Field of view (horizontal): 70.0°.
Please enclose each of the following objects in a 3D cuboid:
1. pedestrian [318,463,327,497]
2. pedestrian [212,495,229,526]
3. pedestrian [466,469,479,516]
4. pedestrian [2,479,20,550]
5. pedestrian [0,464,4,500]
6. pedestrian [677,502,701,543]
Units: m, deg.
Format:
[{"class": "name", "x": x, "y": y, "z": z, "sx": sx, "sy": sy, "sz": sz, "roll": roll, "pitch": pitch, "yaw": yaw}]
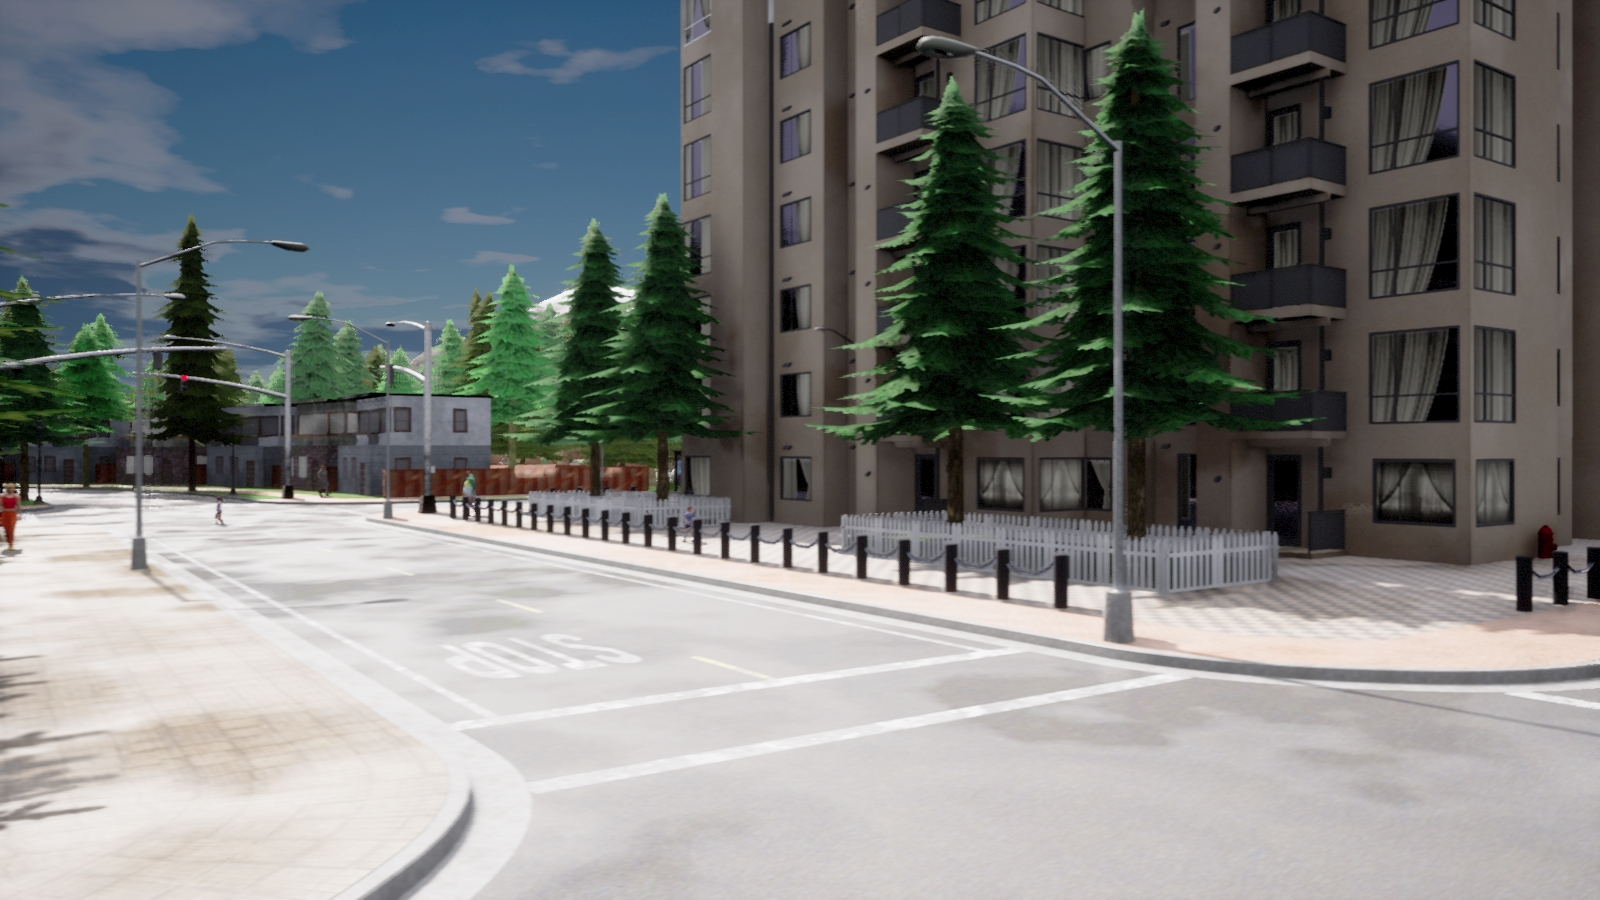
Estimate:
[{"class": "pedestrian", "x": -26.622, "y": 1.673, "z": 63.715, "sx": 0.375, "sy": 1.860, "sz": 0.375, "roll": 0, "pitch": 0, "yaw": 42}, {"class": "pedestrian", "x": -21.516, "y": 2.235, "z": 42.410, "sx": 0.500, "sy": 1.100, "sz": 0.500, "roll": 0, "pitch": 0, "yaw": -34}, {"class": "pedestrian", "x": -13.037, "y": 1.685, "z": 45.465, "sx": 0.375, "sy": 1.860, "sz": 0.375, "roll": 0, "pitch": 0, "yaw": -36}, {"class": "pedestrian", "x": -20.883, "y": 1.703, "z": 30.242, "sx": 0.375, "sy": 1.860, "sz": 0.375, "roll": 0, "pitch": 0, "yaw": -35}, {"class": "pedestrian", "x": -42.028, "y": 1.689, "z": 59.900, "sx": 0.375, "sy": 1.860, "sz": 0.375, "roll": 0, "pitch": 0, "yaw": 28}, {"class": "pedestrian", "x": -3.166, "y": 2.058, "z": 32.529, "sx": 0.500, "sy": 1.100, "sz": 0.500, "roll": 0, "pitch": 0, "yaw": -32}]
